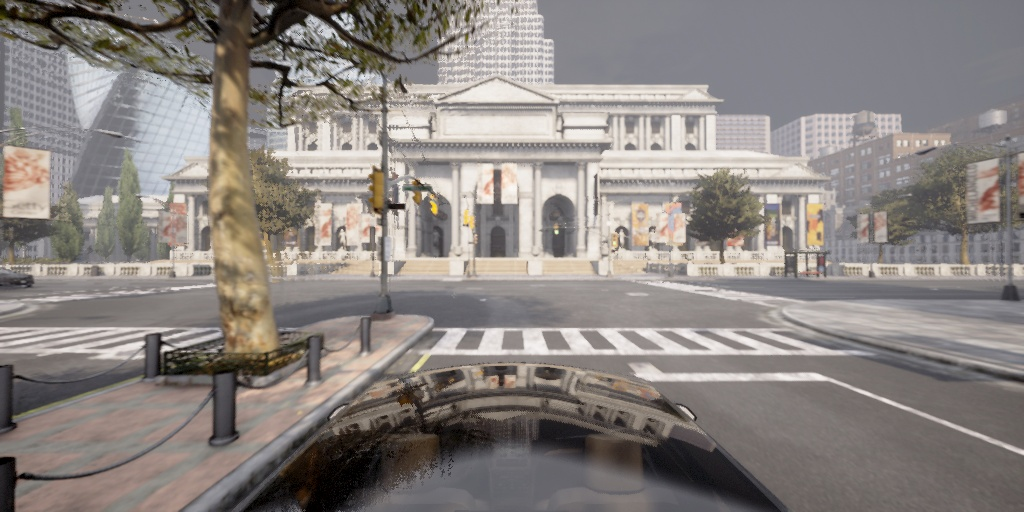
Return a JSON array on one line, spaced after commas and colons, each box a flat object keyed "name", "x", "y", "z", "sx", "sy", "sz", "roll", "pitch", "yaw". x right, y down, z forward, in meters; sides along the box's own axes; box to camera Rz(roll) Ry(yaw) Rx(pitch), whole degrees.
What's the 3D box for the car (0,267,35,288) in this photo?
[{"name": "car", "x": -35.460, "y": 1.459, "z": 24.186, "sx": 5.008, "sy": 1.535, "sz": 1.882, "roll": 0, "pitch": -1, "yaw": 0}]
